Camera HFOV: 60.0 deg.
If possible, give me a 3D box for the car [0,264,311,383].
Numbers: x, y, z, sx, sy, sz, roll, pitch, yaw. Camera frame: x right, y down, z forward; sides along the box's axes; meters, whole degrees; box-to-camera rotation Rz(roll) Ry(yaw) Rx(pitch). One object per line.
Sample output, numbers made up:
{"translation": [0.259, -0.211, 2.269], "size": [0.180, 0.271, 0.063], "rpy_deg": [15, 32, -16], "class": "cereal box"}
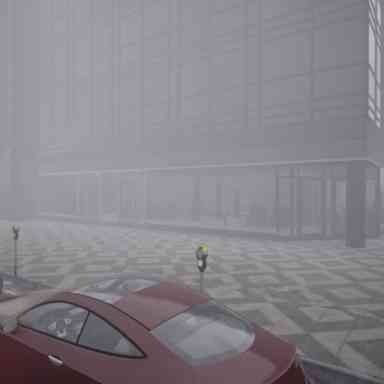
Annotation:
{"translation": [-0.911, 1.582, 3.616], "size": [4.206, 1.307, 1.802], "rpy_deg": [0, 0, 36], "class": "car"}
